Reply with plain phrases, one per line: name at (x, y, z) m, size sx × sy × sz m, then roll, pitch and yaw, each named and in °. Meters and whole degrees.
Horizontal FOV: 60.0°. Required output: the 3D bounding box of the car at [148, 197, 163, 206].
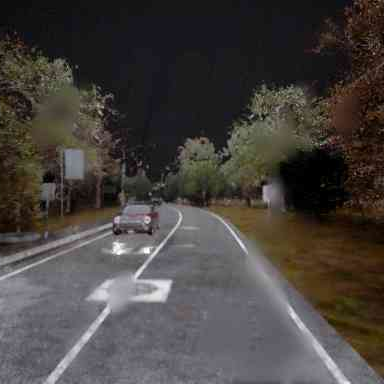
car at (-6.693, 1.737, 59.834) m, size 2.033 × 1.411 × 5.357 m, roll 1°, pitch 0°, yaw -13°

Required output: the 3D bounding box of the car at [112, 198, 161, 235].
car at (-3.065, 1.435, 19.139) m, size 2.097 × 1.767 × 4.553 m, roll 0°, pitch 0°, yaw 1°
